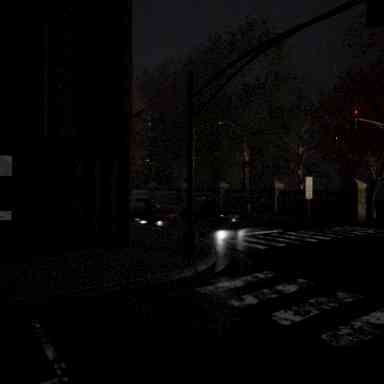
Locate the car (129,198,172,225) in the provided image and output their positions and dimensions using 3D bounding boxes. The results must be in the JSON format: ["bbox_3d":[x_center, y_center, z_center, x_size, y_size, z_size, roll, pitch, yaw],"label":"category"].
[{"bbox_3d":[-2.612,1.257,20.983,1.802,1.307,4.206,2,0,-36],"label":"car"}]

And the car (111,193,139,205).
[{"bbox_3d":[-8.866,0.864,43.817,2.008,1.369,4.403,1,0,-36],"label":"car"}]

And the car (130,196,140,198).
[{"bbox_3d":[-5.870,1.158,25.459,1.802,1.307,4.206,2,0,-36],"label":"car"}]

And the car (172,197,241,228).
[{"bbox_3d":[0.967,1.255,20.448,1.812,1.442,4.674,0,1,-36],"label":"car"}]

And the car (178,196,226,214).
[{"bbox_3d":[0.809,1.129,30.524,1.752,1.417,4.829,1,0,-36],"label":"car"}]

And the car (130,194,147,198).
[{"bbox_3d":[-4.394,1.093,27.820,1.812,1.442,4.674,0,1,-36],"label":"car"}]
